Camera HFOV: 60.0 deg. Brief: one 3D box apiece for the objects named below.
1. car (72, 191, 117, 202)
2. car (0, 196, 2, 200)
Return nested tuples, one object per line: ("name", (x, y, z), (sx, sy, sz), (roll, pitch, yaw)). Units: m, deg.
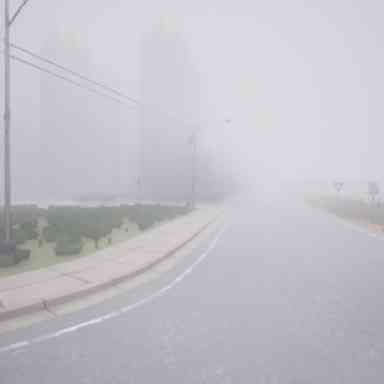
("car", (-12.211, 0.607, 41.583), (5.357, 1.411, 2.033), (1, 1, 10))
("car", (-22.535, 0.590, 35.427), (2.242, 1.667, 4.611), (1, 1, 10))
